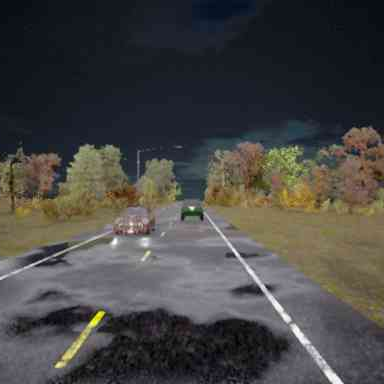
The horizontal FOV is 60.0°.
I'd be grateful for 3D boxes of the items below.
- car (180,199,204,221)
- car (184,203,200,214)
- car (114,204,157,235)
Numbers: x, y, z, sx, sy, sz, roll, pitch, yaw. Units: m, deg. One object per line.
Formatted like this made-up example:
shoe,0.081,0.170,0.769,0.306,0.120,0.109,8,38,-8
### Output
car,0.018,1.681,32.728,2.150,2.045,5.566,0,-1,0
car,0.044,2.193,45.357,2.033,1.411,5.357,0,-1,0
car,-3.489,1.697,21.099,2.097,1.767,4.553,0,-1,0
